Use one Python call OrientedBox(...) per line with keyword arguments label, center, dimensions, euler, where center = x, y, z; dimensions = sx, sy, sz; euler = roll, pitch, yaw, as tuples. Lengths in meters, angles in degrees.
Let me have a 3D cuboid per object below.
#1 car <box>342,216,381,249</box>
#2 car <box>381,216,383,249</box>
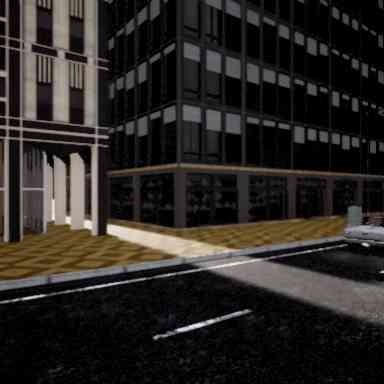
OrientedBox(label="car", center=(8.242, 1.665, 13.724), dimensions=(4.718, 1.301, 1.895), euler=(0, 0, -36))
OrientedBox(label="car", center=(7.386, 1.400, 9.067), dimensions=(4.553, 1.767, 2.097), euler=(0, 0, -36))
